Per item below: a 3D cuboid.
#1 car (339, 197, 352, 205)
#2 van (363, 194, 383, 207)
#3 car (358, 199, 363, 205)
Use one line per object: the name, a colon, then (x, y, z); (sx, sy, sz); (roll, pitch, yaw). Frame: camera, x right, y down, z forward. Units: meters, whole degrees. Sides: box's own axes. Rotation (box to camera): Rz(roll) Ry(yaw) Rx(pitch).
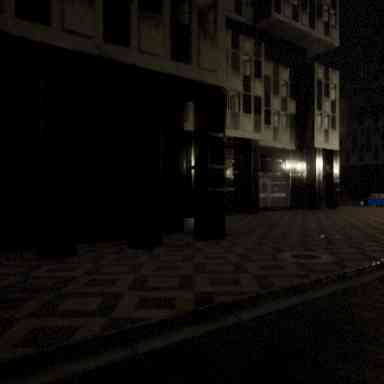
car: (24.600, 1.449, 55.772); (1.802, 1.307, 4.206); (0, 0, -36)
van: (24.224, 1.116, 41.618); (1.690, 1.788, 3.998); (0, 0, -36)
car: (27.880, 1.379, 51.174); (2.008, 1.369, 4.403); (0, 0, -36)
